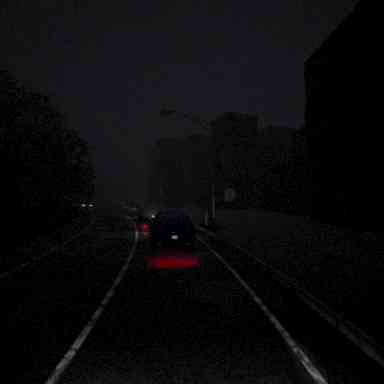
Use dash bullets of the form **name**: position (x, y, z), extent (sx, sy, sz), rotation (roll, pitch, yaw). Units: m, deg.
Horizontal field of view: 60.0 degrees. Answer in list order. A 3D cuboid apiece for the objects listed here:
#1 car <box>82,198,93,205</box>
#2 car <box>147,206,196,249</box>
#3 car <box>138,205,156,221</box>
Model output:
- **car**: position (-21.685, 1.871, 68.908), extent (1.837, 1.490, 4.892), rotation (2, -1, -20)
- **car**: position (-1.012, 1.650, 15.589), extent (1.882, 1.535, 5.008), rotation (1, 0, -8)
- **car**: position (-3.887, 1.878, 30.487), extent (1.812, 1.442, 4.674), rotation (1, -1, -15)
